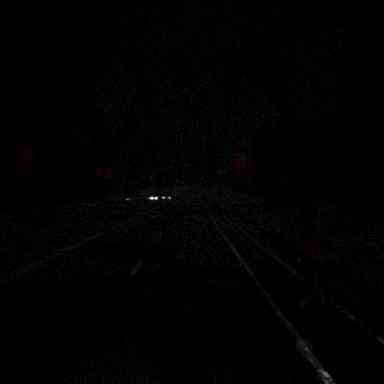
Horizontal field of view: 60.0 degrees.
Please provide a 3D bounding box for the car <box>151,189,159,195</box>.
[{"bbox_3d":[-9.756,0.094,87.935,2.128,1.511,4.902,0,1,0],"label":"car"}]

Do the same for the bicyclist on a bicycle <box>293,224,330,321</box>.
[{"bbox_3d":[2.260,1.449,6.314,0.582,1.620,1.656,0,0,0],"label":"bicyclist on a bicycle"}]

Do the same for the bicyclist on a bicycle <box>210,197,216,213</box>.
[{"bbox_3d":[2.224,1.340,34.357,0.866,1.612,1.509,0,0,0],"label":"bicyclist on a bicycle"}]

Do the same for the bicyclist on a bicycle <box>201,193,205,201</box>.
[{"bbox_3d":[2.219,0.965,64.247,0.866,1.612,1.509,0,1,0],"label":"bicyclist on a bicycle"}]

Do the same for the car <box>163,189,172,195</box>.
[{"bbox_3d":[-6.506,-0.077,87.961,2.097,1.767,4.553,0,1,0],"label":"car"}]
